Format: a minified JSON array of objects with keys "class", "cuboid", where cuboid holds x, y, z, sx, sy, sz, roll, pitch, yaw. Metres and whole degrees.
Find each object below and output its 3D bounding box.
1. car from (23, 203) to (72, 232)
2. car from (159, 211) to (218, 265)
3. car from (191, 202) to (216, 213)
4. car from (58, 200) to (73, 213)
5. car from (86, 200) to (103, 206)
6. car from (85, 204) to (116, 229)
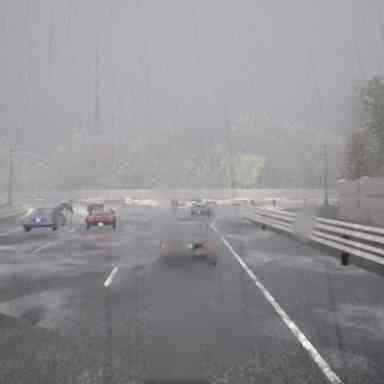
[{"class":"car","cuboid":[-9.444,1.699,21.662,2.033,1.411,5.357,0,0,-13]},{"class":"car","cuboid":[-0.142,1.615,11.871,2.033,1.411,5.357,0,0,-1]},{"class":"car","cuboid":[1.150,1.668,32.379,2.128,1.511,4.902,0,0,12]},{"class":"car","cuboid":[-15.962,1.789,41.654,1.837,1.490,4.892,0,0,-23]},{"class":"car","cuboid":[-12.160,1.749,41.651,1.882,1.535,5.008,0,0,-22]},{"class":"car","cuboid":[-6.209,1.750,23.073,1.895,1.301,4.718,0,0,-12]}]
